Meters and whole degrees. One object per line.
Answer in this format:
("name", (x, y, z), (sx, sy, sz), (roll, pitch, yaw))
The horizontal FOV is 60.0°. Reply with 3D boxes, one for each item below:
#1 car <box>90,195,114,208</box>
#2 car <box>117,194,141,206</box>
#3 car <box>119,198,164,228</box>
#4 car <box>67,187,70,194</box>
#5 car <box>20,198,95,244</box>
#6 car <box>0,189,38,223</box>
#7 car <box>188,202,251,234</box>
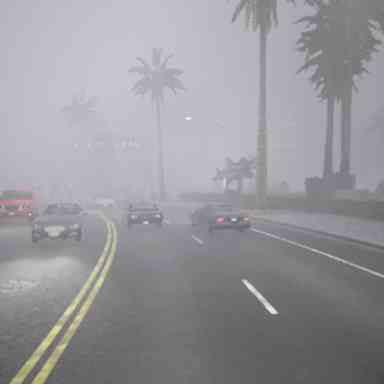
("car", (-9.825, 0.985, 34.994), (1.895, 1.301, 4.718), (-1, 1, -31))
("car", (-6.788, 0.913, 36.512), (1.994, 1.385, 4.181), (-1, 1, -31))
("car", (-2.985, 1.253, 19.318), (1.895, 1.301, 4.718), (0, 1, -16))
("car", (-30.482, -0.098, 87.361), (4.674, 1.452, 2.002), (0, 1, 8))
("car", (-5.603, 1.237, 14.555), (2.128, 1.511, 4.902), (0, 1, -13))
("car", (-11.341, 0.850, 21.767), (2.150, 2.045, 5.566), (0, 1, -20))
("car", (1.242, 1.229, 17.155), (2.033, 1.411, 5.357), (0, 1, -14))
